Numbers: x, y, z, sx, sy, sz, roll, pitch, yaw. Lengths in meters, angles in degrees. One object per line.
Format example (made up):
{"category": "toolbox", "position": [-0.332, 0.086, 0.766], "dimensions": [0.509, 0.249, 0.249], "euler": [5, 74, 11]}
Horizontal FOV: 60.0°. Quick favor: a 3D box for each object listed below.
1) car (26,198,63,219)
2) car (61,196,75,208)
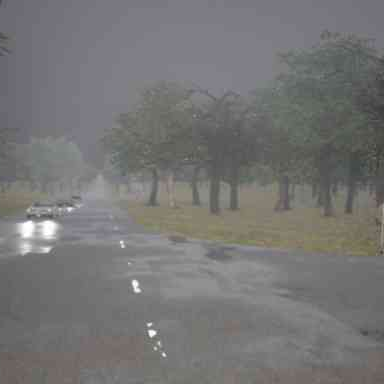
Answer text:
{"category": "car", "position": [-11.909, 1.421, 26.763], "dimensions": [1.895, 1.301, 4.718], "euler": [1, 0, -15]}
{"category": "car", "position": [-16.570, 1.291, 43.948], "dimensions": [2.033, 1.411, 5.357], "euler": [1, 0, -15]}
